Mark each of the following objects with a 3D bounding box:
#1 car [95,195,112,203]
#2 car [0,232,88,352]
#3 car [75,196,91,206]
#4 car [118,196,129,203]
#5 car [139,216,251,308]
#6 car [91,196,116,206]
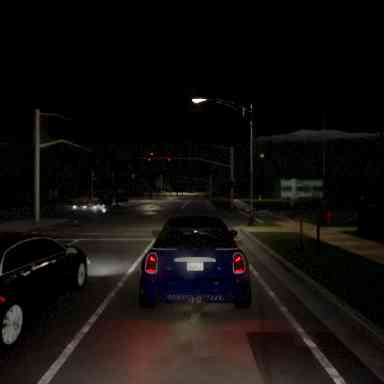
[{"bbox_3d":[-17.730,1.464,67.088,2.128,1.511,4.902,0,0,1],"label":"car"},{"bbox_3d":[-3.440,1.502,6.145,1.837,1.490,4.892,0,0,0],"label":"car"},{"bbox_3d":[-17.941,1.454,55.685,1.882,1.535,5.008,0,0,1],"label":"car"},{"bbox_3d":[-14.219,1.519,67.853,2.033,1.411,5.357,0,0,1],"label":"car"},{"bbox_3d":[0.070,1.349,8.049,2.097,1.767,4.553,0,0,0],"label":"car"},{"bbox_3d":[-14.473,1.578,54.472,1.895,1.301,4.718,0,0,1],"label":"car"}]
